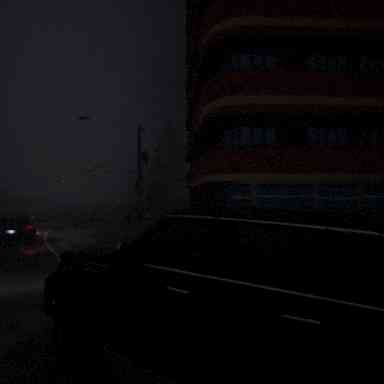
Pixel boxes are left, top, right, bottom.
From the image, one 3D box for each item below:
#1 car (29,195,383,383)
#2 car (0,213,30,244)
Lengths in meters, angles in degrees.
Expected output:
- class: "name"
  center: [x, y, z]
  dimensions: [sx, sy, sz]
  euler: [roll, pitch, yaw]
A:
- class: "car"
  center: [0.581, 1.155, 3.815]
  dimensions: [5.566, 2.045, 2.150]
  euler: [2, -1, 38]
- class: "car"
  center: [-8.607, 1.682, 16.044]
  dimensions: [1.994, 1.385, 4.181]
  euler: [0, 0, -26]
